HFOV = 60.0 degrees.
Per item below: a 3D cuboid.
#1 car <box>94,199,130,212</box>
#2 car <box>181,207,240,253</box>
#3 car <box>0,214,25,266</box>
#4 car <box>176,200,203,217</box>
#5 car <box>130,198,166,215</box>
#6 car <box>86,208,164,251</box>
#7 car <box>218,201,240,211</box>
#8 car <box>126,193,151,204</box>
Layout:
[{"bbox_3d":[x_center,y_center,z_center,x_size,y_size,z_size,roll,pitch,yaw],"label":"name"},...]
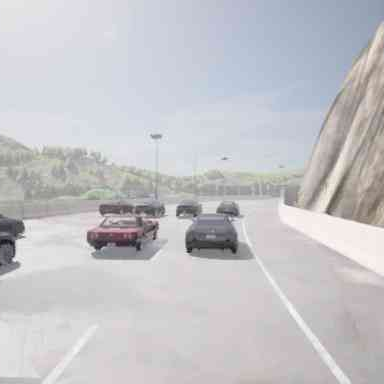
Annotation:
[{"bbox_3d":[-7.140,1.452,32.050,1.882,1.535,5.008,0,0,11],"label":"car"},{"bbox_3d":[0.858,1.561,13.859,1.994,1.385,4.181,0,0,5],"label":"car"},{"bbox_3d":[-6.558,1.474,8.574,2.128,1.511,4.902,0,0,3],"label":"car"},{"bbox_3d":[-0.186,1.494,31.167,1.837,1.490,4.892,0,0,11],"label":"car"},{"bbox_3d":[-3.812,1.486,30.869,1.837,1.490,4.892,0,0,10],"label":"car"},{"bbox_3d":[-2.660,1.590,14.062,1.895,1.301,4.718,0,0,5],"label":"car"},{"bbox_3d":[3.528,1.561,31.860,1.994,1.385,4.181,0,0,11],"label":"car"},{"bbox_3d":[-9.932,1.179,61.909,2.150,2.045,5.566,0,0,20],"label":"car"}]
